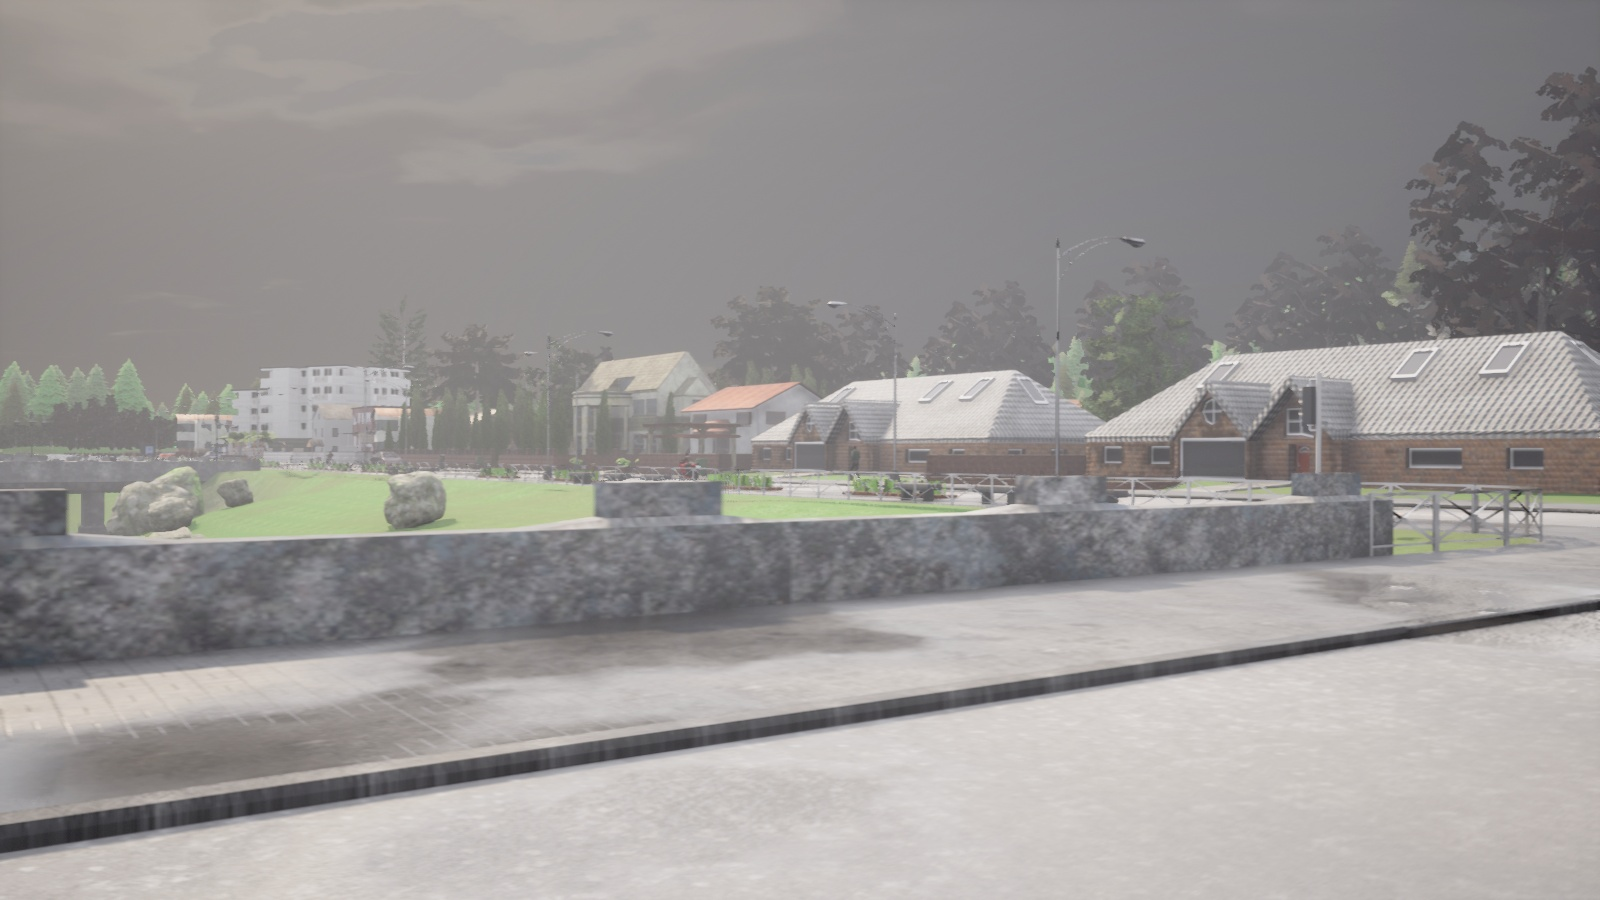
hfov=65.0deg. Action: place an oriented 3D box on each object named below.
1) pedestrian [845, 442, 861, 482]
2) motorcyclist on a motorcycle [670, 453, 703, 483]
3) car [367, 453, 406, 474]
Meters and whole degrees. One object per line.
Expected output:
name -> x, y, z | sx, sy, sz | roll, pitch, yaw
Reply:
pedestrian -> 2.596, 0.600, 61.705 | 0.423, 1.949, 0.788 | 0, 0, -33
motorcyclist on a motorcycle -> -5.879, 0.898, 64.882 | 0.797, 1.523, 2.044 | 0, 0, -35
car -> -30.920, 1.019, 93.852 | 1.789, 1.549, 3.705 | 0, 0, -35
